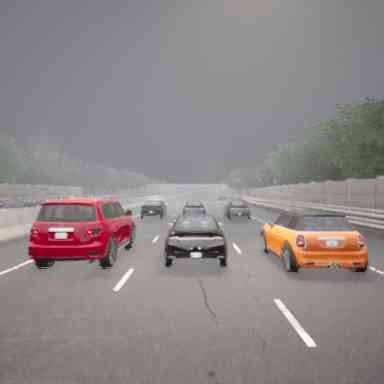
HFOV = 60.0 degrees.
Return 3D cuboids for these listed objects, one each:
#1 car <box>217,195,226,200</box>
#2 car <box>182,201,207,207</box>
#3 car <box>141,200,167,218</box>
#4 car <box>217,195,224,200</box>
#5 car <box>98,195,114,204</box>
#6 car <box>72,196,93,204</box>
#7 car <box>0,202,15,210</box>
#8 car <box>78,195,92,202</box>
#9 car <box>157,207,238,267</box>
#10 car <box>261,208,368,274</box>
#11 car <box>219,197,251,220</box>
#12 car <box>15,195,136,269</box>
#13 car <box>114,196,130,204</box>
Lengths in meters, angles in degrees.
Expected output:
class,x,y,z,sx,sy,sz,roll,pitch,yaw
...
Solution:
class,x,y,z,sx,sy,sz,roll,pitch,yaw
car,7.599,1.369,83.136,1.812,1.442,4.674,0,0,3
car,0.195,1.470,27.901,2.128,1.511,4.902,0,0,0
car,-3.295,1.456,29.428,1.882,1.535,5.008,0,0,0
car,7.920,1.480,92.708,1.895,1.301,4.718,0,0,1
car,-17.023,1.438,66.348,1.882,1.535,5.008,0,0,1
car,-20.585,1.465,62.668,2.128,1.511,4.902,0,0,1
car,-13.995,1.527,26.857,2.033,1.411,5.357,0,0,1
car,-23.324,1.427,72.650,1.837,1.490,4.892,0,0,-2
car,0.121,1.482,11.403,2.128,1.511,4.902,0,0,0
car,3.619,1.343,10.719,2.097,1.767,4.553,0,0,0
car,3.695,1.471,27.883,2.128,1.511,4.902,0,0,0
car,-3.380,1.213,11.287,2.150,2.045,5.566,0,0,0
car,-13.550,1.504,64.632,2.033,1.411,5.357,0,0,1
